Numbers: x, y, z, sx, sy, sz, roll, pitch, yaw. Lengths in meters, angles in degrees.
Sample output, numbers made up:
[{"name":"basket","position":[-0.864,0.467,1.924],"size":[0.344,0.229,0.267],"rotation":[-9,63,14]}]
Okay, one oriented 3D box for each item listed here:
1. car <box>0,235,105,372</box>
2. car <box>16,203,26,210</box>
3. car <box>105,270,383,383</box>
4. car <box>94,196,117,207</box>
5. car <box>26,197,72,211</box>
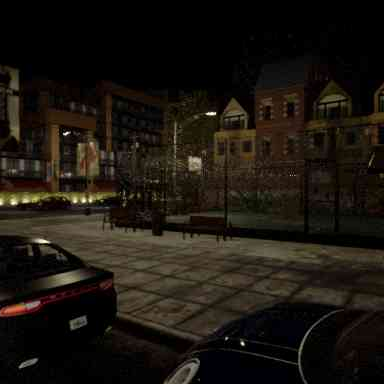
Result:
[{"name":"car","position":[-3.439,1.478,5.559],"size":[5.008,1.535,2.097],"rotation":[0,0,35]},{"name":"car","position":[-19.555,1.589,42.075],"size":[1.895,1.301,4.718],"rotation":[0,0,35]},{"name":"car","position":[1.889,1.354,1.965],"size":[4.553,1.767,2.185],"rotation":[0,0,35]},{"name":"car","position":[-12.981,1.342,51.518],"size":[2.097,1.767,4.553],"rotation":[0,0,35]},{"name":"car","position":[-16.839,1.341,39.845],"size":[2.097,1.767,4.553],"rotation":[0,0,35]}]
